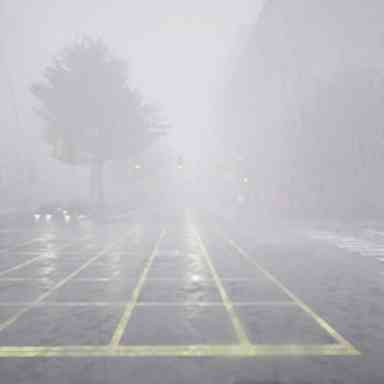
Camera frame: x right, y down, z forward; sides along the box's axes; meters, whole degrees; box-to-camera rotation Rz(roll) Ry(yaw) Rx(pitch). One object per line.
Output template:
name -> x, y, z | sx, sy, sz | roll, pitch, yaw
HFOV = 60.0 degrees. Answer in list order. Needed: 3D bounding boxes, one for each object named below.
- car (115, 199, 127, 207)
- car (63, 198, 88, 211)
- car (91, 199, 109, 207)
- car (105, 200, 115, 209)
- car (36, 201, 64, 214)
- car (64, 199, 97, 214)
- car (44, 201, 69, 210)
car -> -13.802, 2.083, 64.119 | 2.128, 1.511, 4.902 | 1, -1, -2
car -> -16.832, 1.734, 48.325 | 2.097, 1.767, 4.553 | 1, -1, -2
car -> -17.255, 2.032, 62.729 | 2.128, 1.511, 4.902 | 1, -1, -2
car -> -13.397, 2.037, 50.272 | 1.895, 1.301, 4.718 | 1, -1, -2
car -> -16.523, 1.843, 38.952 | 1.994, 1.385, 4.181 | 1, -1, -2
car -> -13.038, 1.796, 39.442 | 1.882, 1.535, 5.008 | 1, -1, -2
car -> -20.042, 1.957, 49.370 | 1.895, 1.301, 4.718 | 1, -1, -2
